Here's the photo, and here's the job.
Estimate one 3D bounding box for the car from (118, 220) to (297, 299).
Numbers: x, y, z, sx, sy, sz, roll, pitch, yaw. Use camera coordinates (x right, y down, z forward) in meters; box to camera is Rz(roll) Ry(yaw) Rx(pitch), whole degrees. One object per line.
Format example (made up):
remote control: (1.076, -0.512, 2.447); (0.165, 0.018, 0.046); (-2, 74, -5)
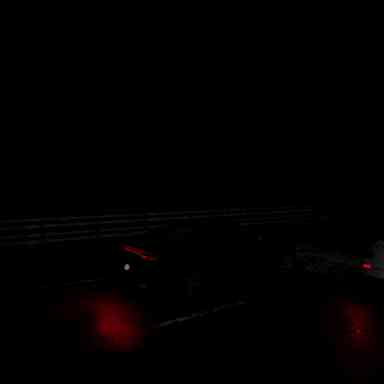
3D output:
car: (0.623, 1.458, 8.572); (5.008, 1.535, 1.882); (0, 0, -35)

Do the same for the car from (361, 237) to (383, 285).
car: (5.894, 1.477, 8.018); (4.674, 1.442, 1.812); (0, 0, -35)
